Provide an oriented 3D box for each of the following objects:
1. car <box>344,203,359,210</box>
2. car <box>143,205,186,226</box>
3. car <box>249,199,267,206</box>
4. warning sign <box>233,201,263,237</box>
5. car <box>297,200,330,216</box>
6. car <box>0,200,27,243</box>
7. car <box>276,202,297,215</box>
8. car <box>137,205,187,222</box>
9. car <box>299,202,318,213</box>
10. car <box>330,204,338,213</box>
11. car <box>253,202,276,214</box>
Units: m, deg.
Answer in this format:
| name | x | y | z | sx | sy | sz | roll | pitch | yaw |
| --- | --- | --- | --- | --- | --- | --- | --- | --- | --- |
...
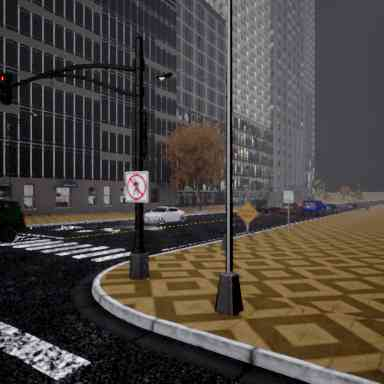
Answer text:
| name | x | y | z | sx | sy | sz | roll | pitch | yaw |
| --- | --- | --- | --- | --- | --- | --- | --- | --- | --- |
| car | 31.516 | 2.838 | 65.715 | 1.812 | 1.442 | 4.674 | 0 | -1 | 33 |
| car | -2.291 | 1.938 | 27.683 | 1.812 | 1.442 | 4.674 | 0 | -1 | 33 |
| car | 10.402 | 2.140 | 53.121 | 2.150 | 2.045 | 5.566 | 0 | -1 | 33 |
| warning sign | 3.115 | 1.454 | 18.570 | 1.300 | 1.860 | 1.060 | 1 | 1 | 33 |
| car | 16.168 | 2.066 | 43.994 | 2.150 | 2.045 | 5.566 | 0 | -1 | 35 |
| car | -10.430 | 1.349 | 15.023 | 2.150 | 2.045 | 5.566 | 1 | -1 | 33 |
| car | 13.848 | 2.206 | 46.362 | 2.097 | 1.767 | 4.553 | 0 | -1 | 33 |
| car | -2.838 | 2.028 | 32.792 | 2.033 | 1.411 | 5.357 | 0 | -1 | 33 |
| car | 19.194 | 2.507 | 54.728 | 1.882 | 1.535 | 5.008 | 0 | -1 | 33 |
| car | 21.923 | 2.558 | 52.964 | 1.812 | 1.442 | 4.674 | 0 | -1 | 33 |
| car | 11.031 | 2.450 | 48.170 | 1.895 | 1.301 | 4.718 | 0 | -1 | 33 |
